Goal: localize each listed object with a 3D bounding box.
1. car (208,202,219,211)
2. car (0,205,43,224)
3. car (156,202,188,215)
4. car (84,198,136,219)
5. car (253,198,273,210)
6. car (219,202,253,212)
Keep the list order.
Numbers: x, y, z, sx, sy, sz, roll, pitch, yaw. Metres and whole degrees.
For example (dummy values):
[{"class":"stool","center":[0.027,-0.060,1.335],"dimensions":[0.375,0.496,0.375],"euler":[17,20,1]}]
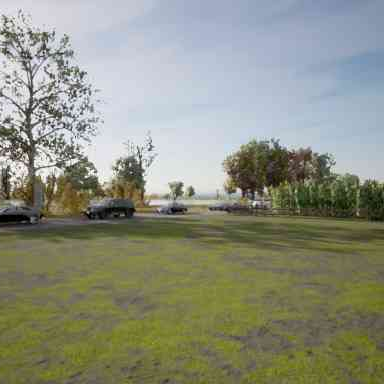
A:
[{"class":"car","center":[4.622,2.280,51.725],"dimensions":[2.033,1.411,5.357],"euler":[-1,-2,35]},{"class":"car","center":[-13.901,1.742,25.351],"dimensions":[2.128,1.511,4.902],"euler":[-1,-2,35]},{"class":"car","center":[-2.466,2.039,41.692],"dimensions":[2.128,1.511,4.902],"euler":[-1,-2,35]},{"class":"car","center":[-8.158,1.621,33.558],"dimensions":[2.150,2.045,5.566],"euler":[-1,-2,36]},{"class":"car","center":[12.517,2.058,58.164],"dimensions":[2.150,2.045,5.566],"euler":[-1,-2,35]},{"class":"car","center":[6.581,2.224,49.579],"dimensions":[2.033,1.411,5.357],"euler":[-1,-2,35]}]
